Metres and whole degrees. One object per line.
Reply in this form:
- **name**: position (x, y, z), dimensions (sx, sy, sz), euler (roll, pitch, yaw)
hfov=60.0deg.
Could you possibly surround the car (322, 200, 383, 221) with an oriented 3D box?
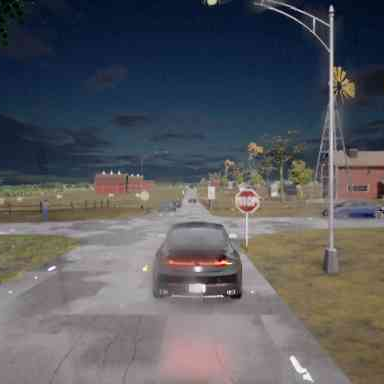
- **car**: position (11.702, 1.292, 24.191), dimensions (4.181, 1.385, 1.994), euler (-1, 1, -3)

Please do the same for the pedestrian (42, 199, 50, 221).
- **pedestrian**: position (-12.116, 1.450, 27.484), dimensions (0.375, 1.860, 0.375), euler (0, 2, 0)

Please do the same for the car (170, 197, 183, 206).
- **car**: position (-2.739, 1.696, 60.209), dimensions (2.128, 1.511, 4.902), euler (0, -1, 0)

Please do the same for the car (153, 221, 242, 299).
- **car**: position (0.140, 1.502, 8.459), dimensions (1.837, 1.490, 4.892), euler (0, 0, 1)

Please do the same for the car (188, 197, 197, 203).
- **car**: position (0.112, 1.955, 78.875), dimensions (1.812, 1.442, 4.674), euler (0, -1, 0)

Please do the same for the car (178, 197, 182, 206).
- **car**: position (-2.770, 1.672, 48.549), dimensions (1.994, 1.385, 4.181), euler (0, 0, 0)

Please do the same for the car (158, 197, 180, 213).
- **car**: position (-2.795, 1.614, 38.100), dimensions (1.994, 1.385, 4.181), euler (0, 0, 0)
